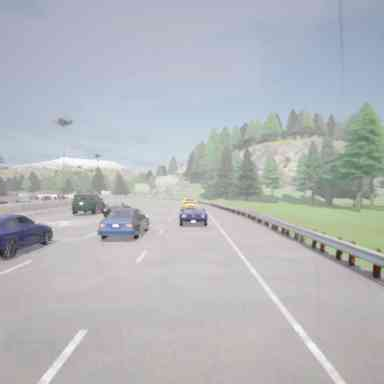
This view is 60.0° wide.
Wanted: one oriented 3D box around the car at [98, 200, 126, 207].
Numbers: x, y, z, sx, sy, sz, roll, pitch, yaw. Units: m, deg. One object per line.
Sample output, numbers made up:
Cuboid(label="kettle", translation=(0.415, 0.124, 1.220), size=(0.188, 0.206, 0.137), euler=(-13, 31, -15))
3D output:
Cuboid(label="car", translation=(-6.973, 1.603, 31.138), size=(1.895, 1.301, 4.718), euler=(0, 0, -1))

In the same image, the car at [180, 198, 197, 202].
Cuboid(label="car", translation=(-0.406, 1.479, 41.461), size=(1.882, 1.535, 5.008), euler=(0, 0, -4))

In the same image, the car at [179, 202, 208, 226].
Cuboid(label="car", translation=(0.093, 1.602, 23.580), size=(1.895, 1.301, 4.718), euler=(0, 0, 0))

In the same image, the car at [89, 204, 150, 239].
Cuboid(label="car", translation=(-3.404, 1.548, 17.327), size=(2.033, 1.411, 5.357), euler=(0, 0, 0))

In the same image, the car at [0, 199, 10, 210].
Cuboid(label="car", translation=(-25.161, 1.605, 42.236), size=(1.895, 1.301, 4.718), euler=(0, 0, -4))

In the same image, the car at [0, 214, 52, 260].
Cuboid(label="car", translation=(-6.902, 1.527, 12.346), size=(1.812, 1.442, 4.674), euler=(0, 0, 0))

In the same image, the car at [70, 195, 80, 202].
Cuboid(label="car", translation=(-28.306, 1.484, 80.750), size=(1.882, 1.535, 5.008), euler=(0, 0, -15))

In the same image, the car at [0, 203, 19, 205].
Cuboid(label="car", translation=(-21.600, 1.605, 41.364), size=(1.895, 1.301, 4.718), euler=(0, 0, -4))

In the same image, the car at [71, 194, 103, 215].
Cuboid(label="car", translation=(-10.546, 1.224, 34.096), size=(2.150, 2.045, 5.566), euler=(0, 0, -2))
